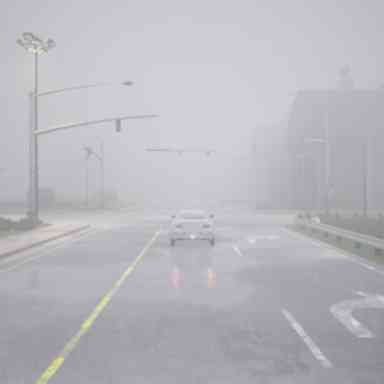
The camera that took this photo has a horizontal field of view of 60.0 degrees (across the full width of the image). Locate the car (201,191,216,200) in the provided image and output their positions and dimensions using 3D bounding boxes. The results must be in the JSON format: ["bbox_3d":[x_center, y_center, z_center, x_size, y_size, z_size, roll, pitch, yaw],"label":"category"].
[{"bbox_3d":[3.881,0.867,76.708,1.905,1.878,3.866,-8,4,-42],"label":"car"}]

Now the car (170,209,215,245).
[{"bbox_3d":[0.026,1.471,15.094,1.812,1.442,4.674,0,0,0],"label":"car"}]
